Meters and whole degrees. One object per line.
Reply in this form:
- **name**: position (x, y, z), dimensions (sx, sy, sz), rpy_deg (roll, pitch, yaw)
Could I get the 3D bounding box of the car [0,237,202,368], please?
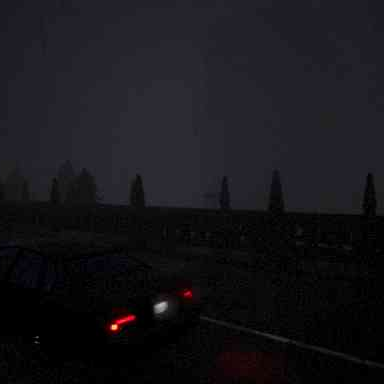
- **car**: position (-2.432, 1.513, 5.726), dimensions (5.357, 1.411, 2.033), rpy_deg (0, 0, 36)
